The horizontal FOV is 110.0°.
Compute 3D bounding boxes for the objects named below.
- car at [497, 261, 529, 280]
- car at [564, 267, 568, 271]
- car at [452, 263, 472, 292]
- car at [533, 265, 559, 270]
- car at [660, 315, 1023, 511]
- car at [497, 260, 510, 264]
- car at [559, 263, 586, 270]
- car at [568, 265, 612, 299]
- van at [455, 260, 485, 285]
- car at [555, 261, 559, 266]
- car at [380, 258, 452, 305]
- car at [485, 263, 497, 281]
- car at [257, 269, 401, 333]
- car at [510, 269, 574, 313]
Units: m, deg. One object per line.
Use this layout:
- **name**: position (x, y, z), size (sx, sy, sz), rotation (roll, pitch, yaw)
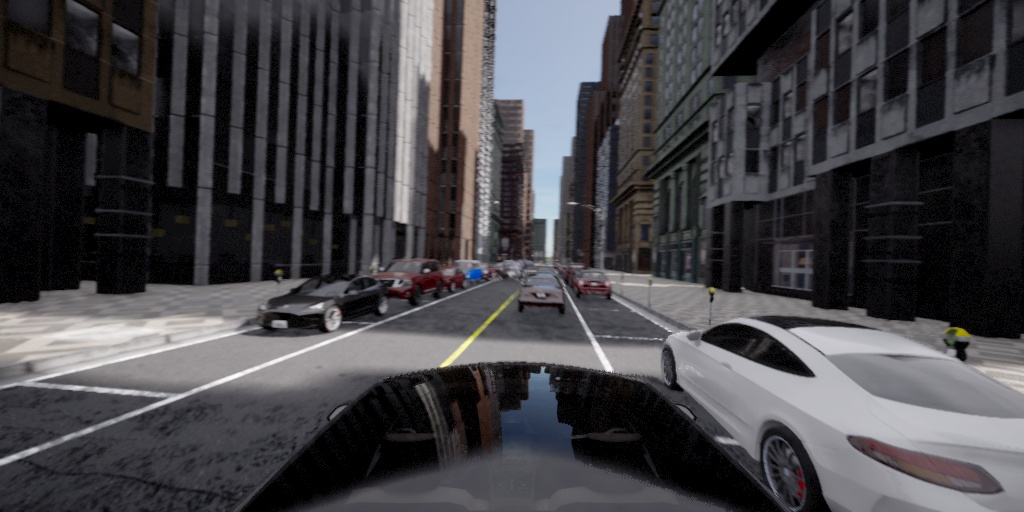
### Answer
- **car**: position (0.166, 1.556, 35.526), size (2.128, 1.511, 4.902), rotation (2, -1, 6)
- **car**: position (5.070, 1.718, 26.343), size (1.948, 1.339, 4.313), rotation (0, 0, 6)
- **car**: position (-3.978, 1.337, 21.592), size (1.888, 1.381, 4.507), rotation (0, 0, 6)
- **car**: position (3.038, 1.737, 32.457), size (1.895, 1.301, 4.718), rotation (2, -1, 6)
- **car**: position (3.217, 1.409, 4.087), size (1.812, 1.442, 4.674), rotation (2, -1, 6)
- **car**: position (-1.696, 1.517, 44.022), size (1.967, 1.591, 4.097), rotation (0, 0, 6)
- **car**: position (5.640, 1.538, 31.950), size (2.192, 1.841, 5.009), rotation (0, 0, 6)
- **car**: position (4.499, 1.521, 20.735), size (1.967, 1.591, 4.097), rotation (0, 0, 6)
- **van**: position (-3.407, 1.204, 27.200), size (1.690, 1.789, 3.998), rotation (0, 0, 6)
- **car**: position (7.922, 1.948, 54.377), size (1.967, 1.591, 4.097), rotation (0, 0, 6)
- **car**: position (-4.548, 1.036, 15.984), size (2.192, 1.841, 5.009), rotation (0, 0, 6)
- **car**: position (-2.837, 1.374, 32.807), size (1.967, 1.591, 4.097), rotation (0, 0, 6)
- **car**: position (-5.119, 1.216, 10.377), size (1.948, 1.339, 4.313), rotation (0, 0, 6)
- **car**: position (1.283, 1.465, 15.190), size (2.033, 1.411, 5.357), rotation (2, -1, 6)
